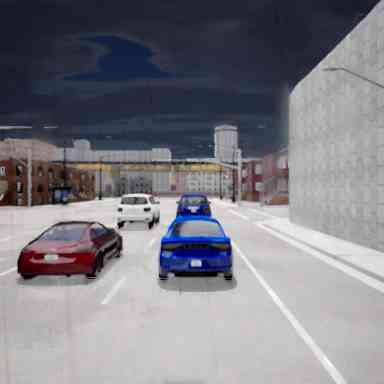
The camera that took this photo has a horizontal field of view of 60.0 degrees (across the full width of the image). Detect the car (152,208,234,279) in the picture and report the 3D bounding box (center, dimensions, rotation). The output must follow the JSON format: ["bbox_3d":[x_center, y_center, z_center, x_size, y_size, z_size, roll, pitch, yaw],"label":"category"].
[{"bbox_3d":[0.098,1.461,9.997,1.882,1.535,5.008,0,0,0],"label":"car"}]

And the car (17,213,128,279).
[{"bbox_3d":[-3.395,1.546,10.018,1.994,1.385,4.181,0,0,0],"label":"car"}]

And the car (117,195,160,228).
[{"bbox_3d":[-3.397,1.184,21.833,2.150,2.045,5.566,0,0,0],"label":"car"}]

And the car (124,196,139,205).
[{"bbox_3d":[-10.542,1.466,58.250,1.994,1.385,4.181,0,0,0],"label":"car"}]

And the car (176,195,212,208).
[{"bbox_3d":[0.114,1.183,21.908,2.150,2.045,5.566,0,0,0],"label":"car"}]

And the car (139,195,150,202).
[{"bbox_3d":[-10.491,1.376,73.774,1.837,1.490,4.892,0,0,0],"label":"car"}]
